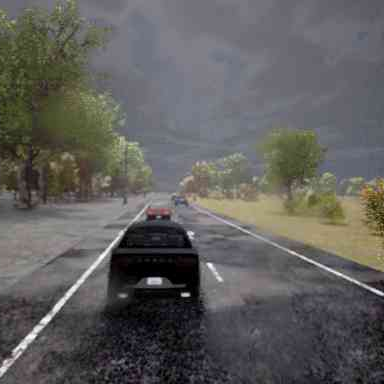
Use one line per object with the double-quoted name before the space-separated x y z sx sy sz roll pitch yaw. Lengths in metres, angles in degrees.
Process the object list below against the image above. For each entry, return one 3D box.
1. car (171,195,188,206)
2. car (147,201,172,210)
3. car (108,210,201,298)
"car" -1.807 1.354 54.613 2.097 1.767 4.553 1 0 -5
"car" -2.665 1.570 26.805 1.895 1.301 4.718 1 0 -5
"car" -0.911 1.466 8.511 1.882 1.535 5.008 1 0 -5
